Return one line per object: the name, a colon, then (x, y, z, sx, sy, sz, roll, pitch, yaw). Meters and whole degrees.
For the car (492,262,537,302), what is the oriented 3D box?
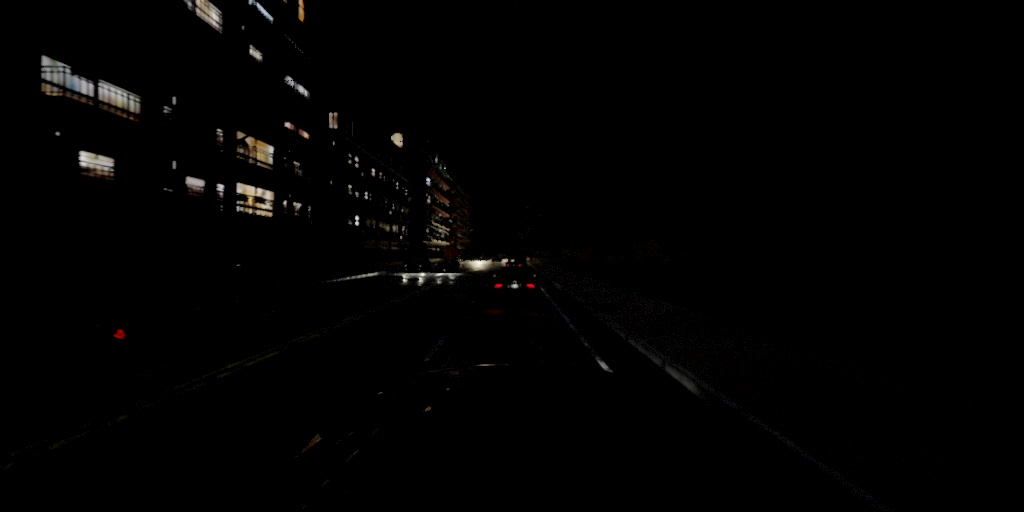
car: (0.114, 1.160, 16.101, 2.033, 1.411, 5.357, 0, 1, 0)

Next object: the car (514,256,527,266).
car: (1.276, 0.732, 55.564, 1.837, 1.490, 4.892, 0, 1, 0)

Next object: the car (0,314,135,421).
car: (-6.582, 1.295, 3.502, 1.994, 1.385, 4.181, 0, 1, 0)

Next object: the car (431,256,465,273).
car: (-6.499, 0.954, 37.219, 2.033, 1.411, 5.357, 0, 1, 0)

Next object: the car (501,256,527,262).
car: (0.193, 0.944, 38.275, 2.033, 1.411, 5.357, 0, 1, 0)

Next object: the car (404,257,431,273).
car: (-9.746, 0.882, 37.372, 1.882, 1.535, 5.008, 0, 1, 0)
